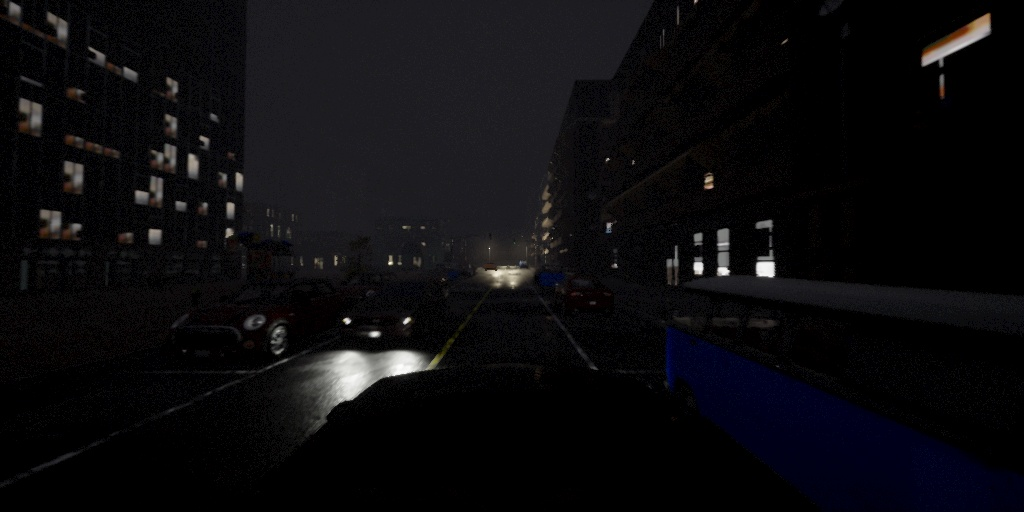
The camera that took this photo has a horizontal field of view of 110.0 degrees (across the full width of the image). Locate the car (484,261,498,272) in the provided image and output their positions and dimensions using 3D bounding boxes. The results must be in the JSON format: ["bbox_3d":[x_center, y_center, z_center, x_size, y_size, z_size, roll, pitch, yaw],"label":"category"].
[{"bbox_3d":[-2.991,1.498,51.581,1.882,1.535,5.008,0,-1,0],"label":"car"}]

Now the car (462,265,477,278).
[{"bbox_3d":[-5.649,1.728,42.409,1.967,1.591,4.097,0,0,0],"label":"car"}]

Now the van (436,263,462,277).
[{"bbox_3d":[-5.651,1.484,31.118,1.690,1.789,3.998,0,0,0],"label":"van"}]

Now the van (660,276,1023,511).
[{"bbox_3d":[2.692,1.107,2.919,1.690,1.789,3.998,0,0,0],"label":"van"}]

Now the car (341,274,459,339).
[{"bbox_3d":[-3.098,1.421,10.760,2.033,1.411,5.357,0,-1,0],"label":"car"}]

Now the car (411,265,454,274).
[{"bbox_3d":[-5.652,1.615,25.472,1.888,1.381,4.507,0,0,0],"label":"car"}]

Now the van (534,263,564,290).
[{"bbox_3d":[2.696,1.411,25.504,1.690,1.789,3.998,0,0,0],"label":"van"}]

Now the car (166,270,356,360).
[{"bbox_3d":[-5.661,1.284,8.536,1.967,1.591,4.097,0,0,0],"label":"car"}]

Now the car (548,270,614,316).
[{"bbox_3d":[2.694,1.465,14.213,1.888,1.381,4.507,0,0,0],"label":"car"}]

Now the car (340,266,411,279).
[{"bbox_3d":[-5.654,1.360,14.182,1.967,1.591,4.097,0,0,0],"label":"car"}]

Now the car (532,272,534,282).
[{"bbox_3d":[2.697,1.709,31.149,1.948,1.339,4.313,0,0,0],"label":"car"}]
